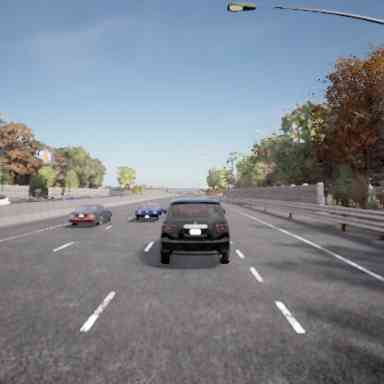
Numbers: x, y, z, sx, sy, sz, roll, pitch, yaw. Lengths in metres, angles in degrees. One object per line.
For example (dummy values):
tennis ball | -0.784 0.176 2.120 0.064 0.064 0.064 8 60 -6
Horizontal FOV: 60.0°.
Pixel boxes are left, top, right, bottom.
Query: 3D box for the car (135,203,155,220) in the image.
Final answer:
car | -3.407 1.583 27.469 1.895 1.301 4.718 0 0 0

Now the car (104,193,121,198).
car | -17.522 1.162 74.739 2.150 2.045 5.566 0 0 0

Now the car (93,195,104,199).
car | -21.022 1.456 75.185 1.812 1.442 4.674 0 0 0

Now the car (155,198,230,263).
car | 0.096 1.211 12.090 2.150 2.045 5.566 0 0 0

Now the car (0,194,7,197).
car | -21.102 1.202 34.335 2.150 2.045 5.566 0 0 0

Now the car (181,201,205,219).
car | 0.091 1.546 29.723 1.994 1.385 4.181 0 0 0

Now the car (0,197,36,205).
car | -17.602 1.486 34.122 1.837 1.490 4.892 0 0 0

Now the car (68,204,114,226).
car | -6.906 1.531 23.254 2.033 1.411 5.357 0 0 0

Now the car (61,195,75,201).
car | -28.022 1.409 75.182 1.882 1.535 5.008 0 0 0
